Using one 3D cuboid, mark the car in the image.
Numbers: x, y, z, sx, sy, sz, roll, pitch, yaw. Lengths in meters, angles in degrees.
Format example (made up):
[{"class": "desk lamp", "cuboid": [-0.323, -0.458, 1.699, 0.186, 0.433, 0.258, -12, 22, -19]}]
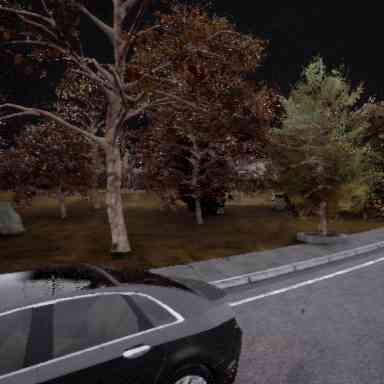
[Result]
[{"class": "car", "cuboid": [-1.704, 1.517, 2.857, 4.892, 1.490, 1.837, 0, 0, -36]}]
